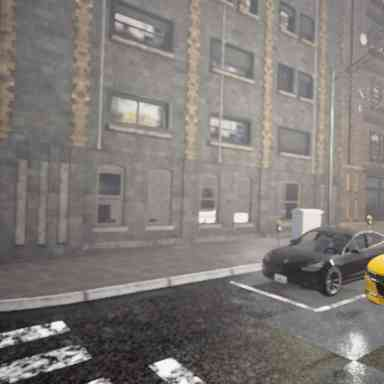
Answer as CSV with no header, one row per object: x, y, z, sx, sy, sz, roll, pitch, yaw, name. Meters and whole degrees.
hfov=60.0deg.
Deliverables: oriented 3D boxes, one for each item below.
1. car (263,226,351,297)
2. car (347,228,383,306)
3.792,1.624,8.789,4.313,1.339,1.947,1,1,-36,car
5.628,1.553,7.088,5.008,1.535,1.882,1,0,-36,car
